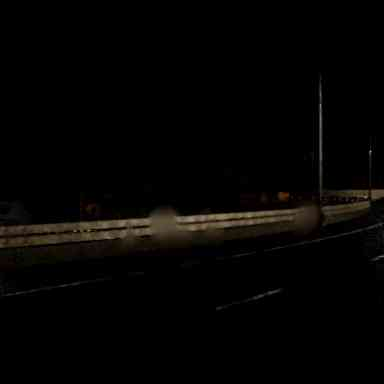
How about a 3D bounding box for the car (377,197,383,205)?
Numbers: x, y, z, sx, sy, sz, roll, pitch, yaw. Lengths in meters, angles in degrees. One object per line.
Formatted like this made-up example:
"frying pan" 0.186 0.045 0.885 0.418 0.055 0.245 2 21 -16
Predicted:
"car" 36.109 1.698 62.273 2.128 1.511 4.902 0 0 15
